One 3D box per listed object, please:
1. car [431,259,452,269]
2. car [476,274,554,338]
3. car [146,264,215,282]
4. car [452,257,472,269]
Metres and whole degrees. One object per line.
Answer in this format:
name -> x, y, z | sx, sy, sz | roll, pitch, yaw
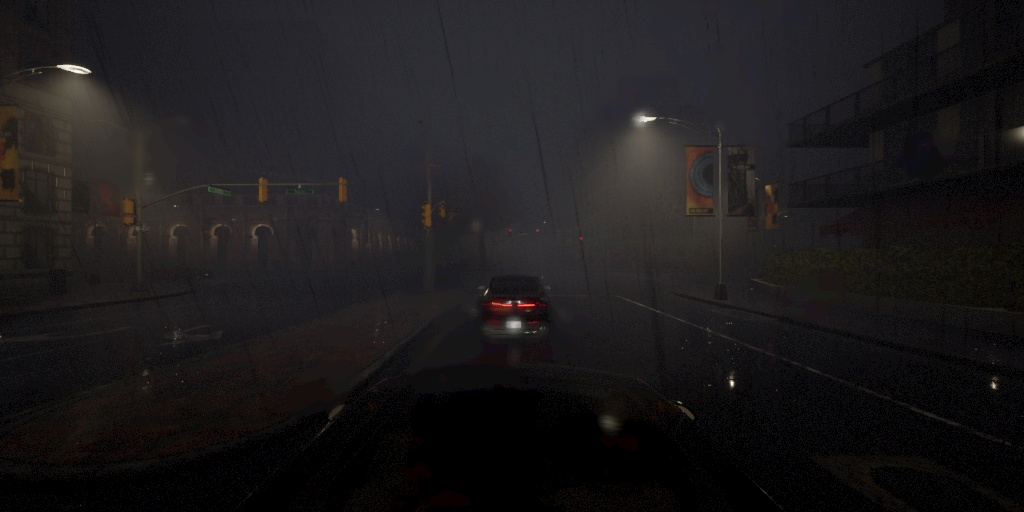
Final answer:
car -> -11.530, 1.276, 58.597 | 1.812, 1.442, 4.674 | 0, 0, 0
car -> 0.079, 1.255, 10.174 | 1.837, 1.490, 4.892 | 0, 0, 0
car -> -26.370, 1.314, 28.609 | 4.181, 1.385, 1.994 | 0, 0, 0
car -> -8.040, 1.276, 58.371 | 1.812, 1.442, 4.674 | 0, 0, 0
